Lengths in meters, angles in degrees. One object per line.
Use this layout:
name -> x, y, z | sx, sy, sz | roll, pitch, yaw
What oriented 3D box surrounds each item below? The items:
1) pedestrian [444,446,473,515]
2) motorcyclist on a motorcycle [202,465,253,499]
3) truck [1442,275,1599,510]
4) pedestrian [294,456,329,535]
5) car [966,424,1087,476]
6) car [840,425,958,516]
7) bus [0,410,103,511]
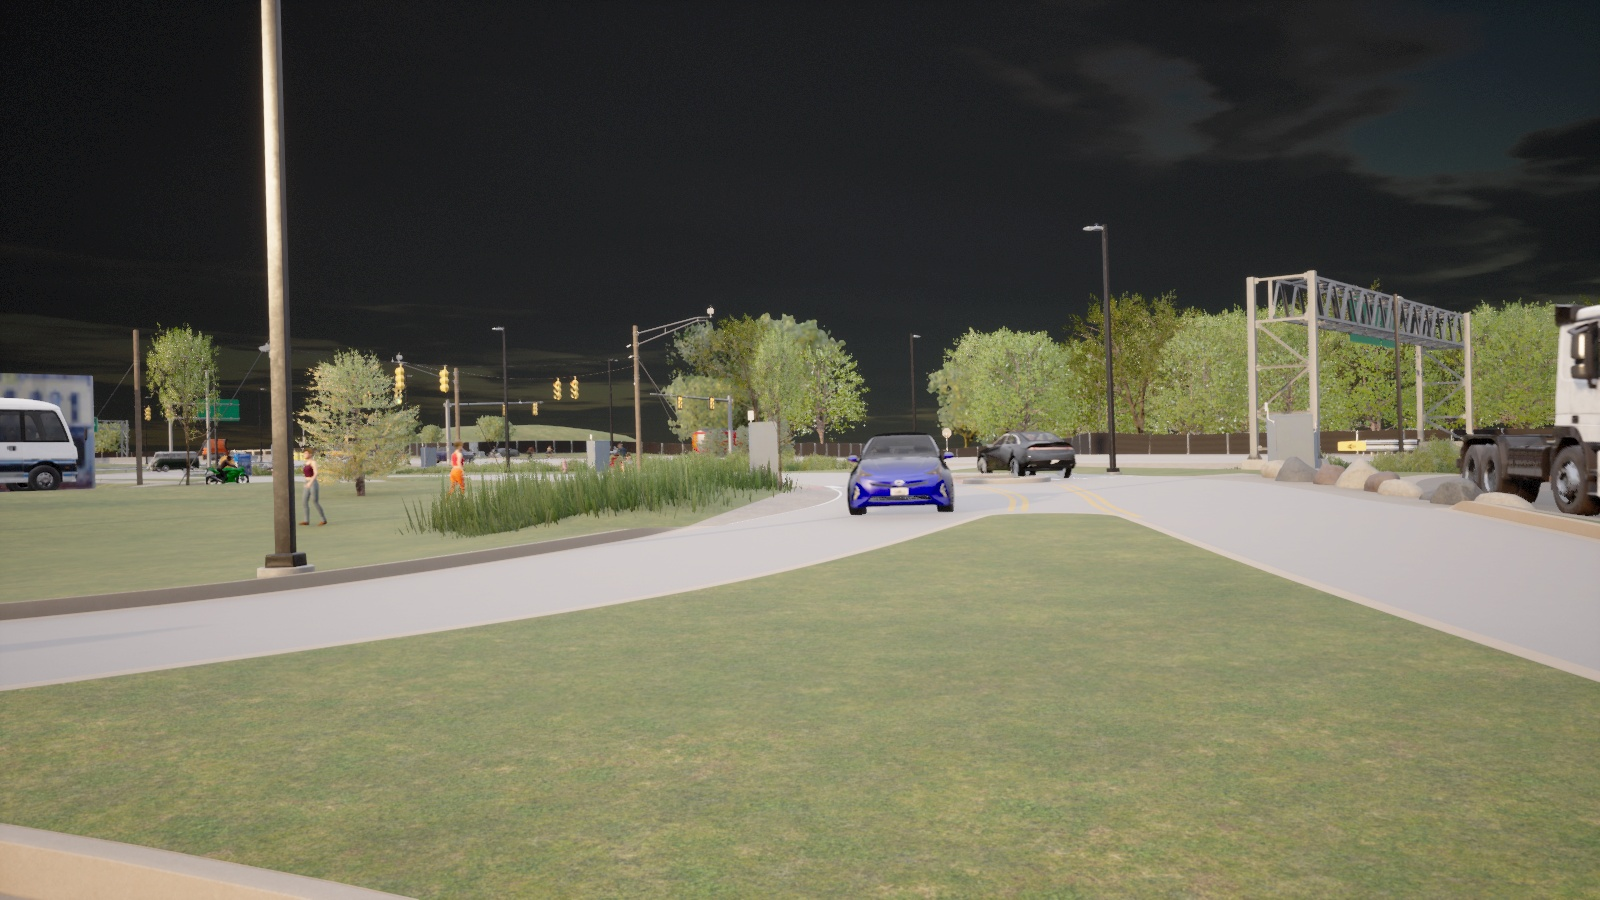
pedestrian -> -9.247, 0.810, 34.030 | 0.345, 1.836, 0.594 | -4, -1, 44
motorcyclist on a motorcycle -> -27.922, 1.541, 61.278 | 2.044, 1.523, 0.797 | -4, 0, -36
truck -> 14.029, -0.928, 22.046 | 2.891, 3.462, 7.936 | -1, 1, 12
pedestrian -> -11.489, 1.065, 29.524 | 0.345, 1.836, 0.594 | -3, -1, 38
car -> 7.255, -0.007, 40.814 | 2.128, 1.511, 4.902 | -2, 0, -12
car -> 2.011, 0.345, 24.579 | 2.007, 1.525, 4.514 | -3, 0, 7
bus -> -35.866, 0.539, 53.158 | 3.944, 4.253, 10.273 | -4, -1, 41
